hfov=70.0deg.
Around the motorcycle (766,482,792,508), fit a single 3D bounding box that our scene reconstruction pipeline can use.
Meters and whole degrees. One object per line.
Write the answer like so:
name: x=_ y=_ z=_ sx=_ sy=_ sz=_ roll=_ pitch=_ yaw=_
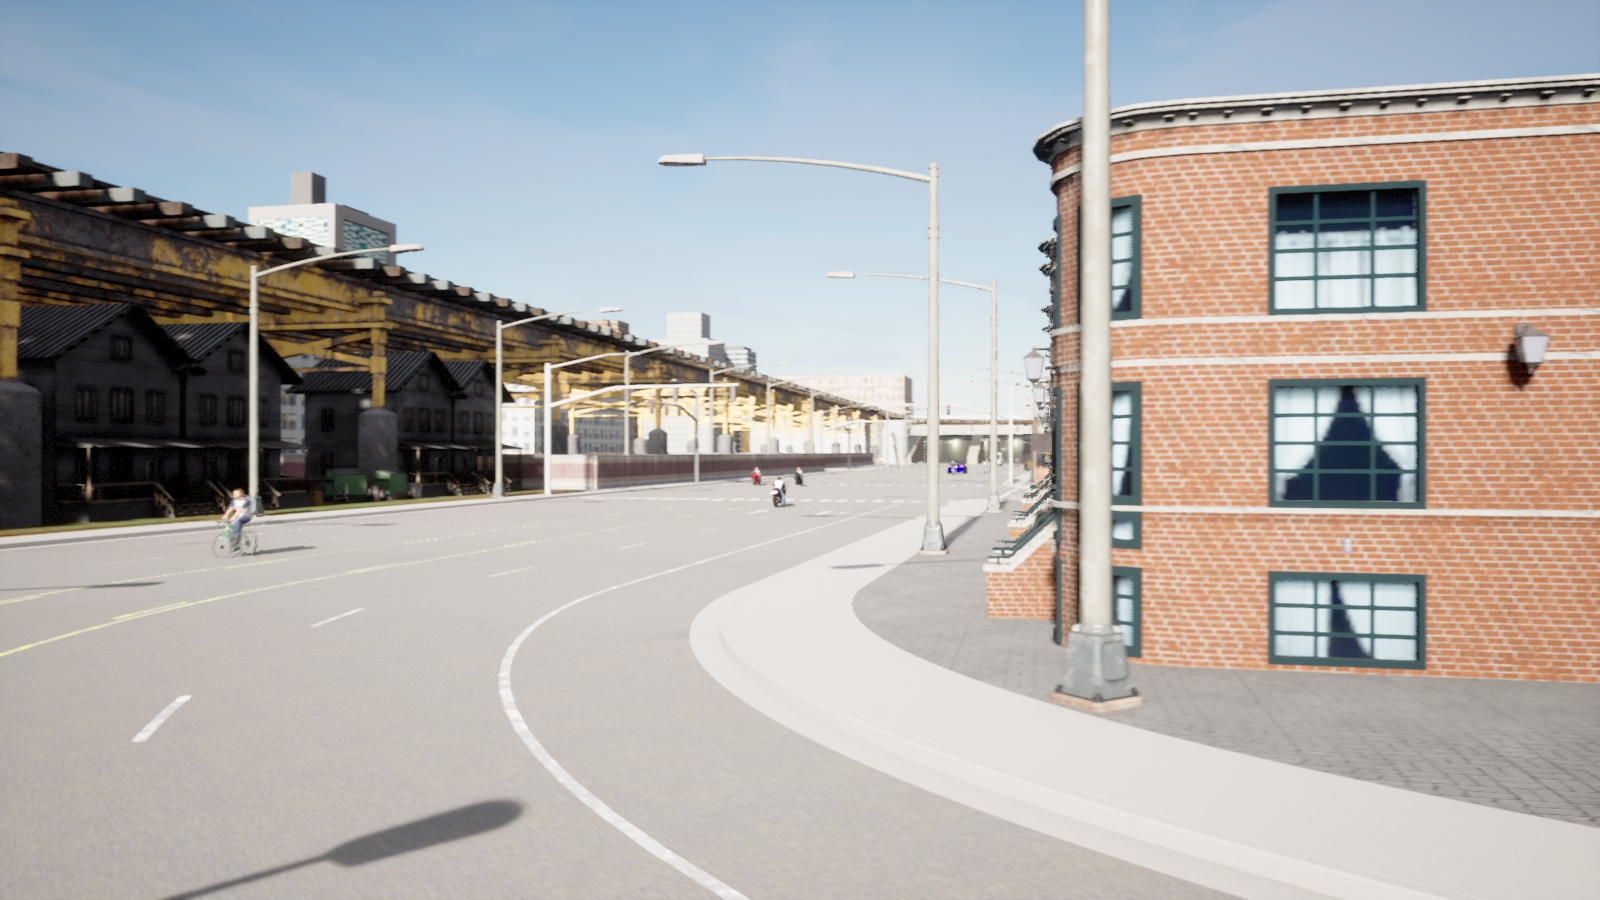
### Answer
motorcycle: x=-1.029 y=2.214 z=56.737 sx=0.803 sy=1.224 sz=2.033 roll=0 pitch=0 yaw=14
